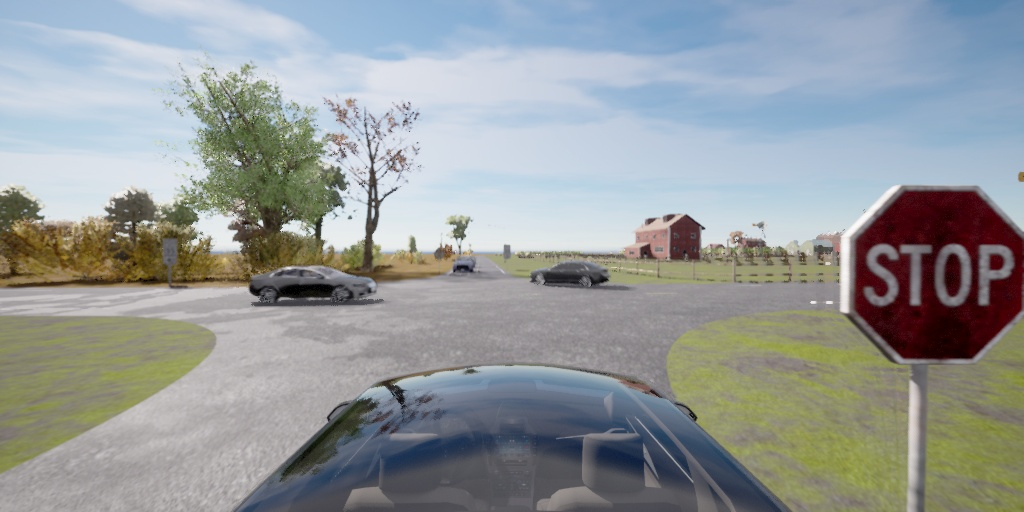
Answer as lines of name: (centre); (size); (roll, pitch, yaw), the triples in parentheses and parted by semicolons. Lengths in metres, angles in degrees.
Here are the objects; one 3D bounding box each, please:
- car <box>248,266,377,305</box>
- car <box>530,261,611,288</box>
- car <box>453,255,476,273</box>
car: (-8.339, 1.165, 15.180); (4.902, 1.511, 2.128); (0, 1, -1)
car: (3.418, 1.047, 21.462); (4.892, 1.490, 1.837); (0, 3, 32)
car: (-5.166, 0.802, 38.319); (2.097, 1.767, 4.553); (0, 0, -5)
